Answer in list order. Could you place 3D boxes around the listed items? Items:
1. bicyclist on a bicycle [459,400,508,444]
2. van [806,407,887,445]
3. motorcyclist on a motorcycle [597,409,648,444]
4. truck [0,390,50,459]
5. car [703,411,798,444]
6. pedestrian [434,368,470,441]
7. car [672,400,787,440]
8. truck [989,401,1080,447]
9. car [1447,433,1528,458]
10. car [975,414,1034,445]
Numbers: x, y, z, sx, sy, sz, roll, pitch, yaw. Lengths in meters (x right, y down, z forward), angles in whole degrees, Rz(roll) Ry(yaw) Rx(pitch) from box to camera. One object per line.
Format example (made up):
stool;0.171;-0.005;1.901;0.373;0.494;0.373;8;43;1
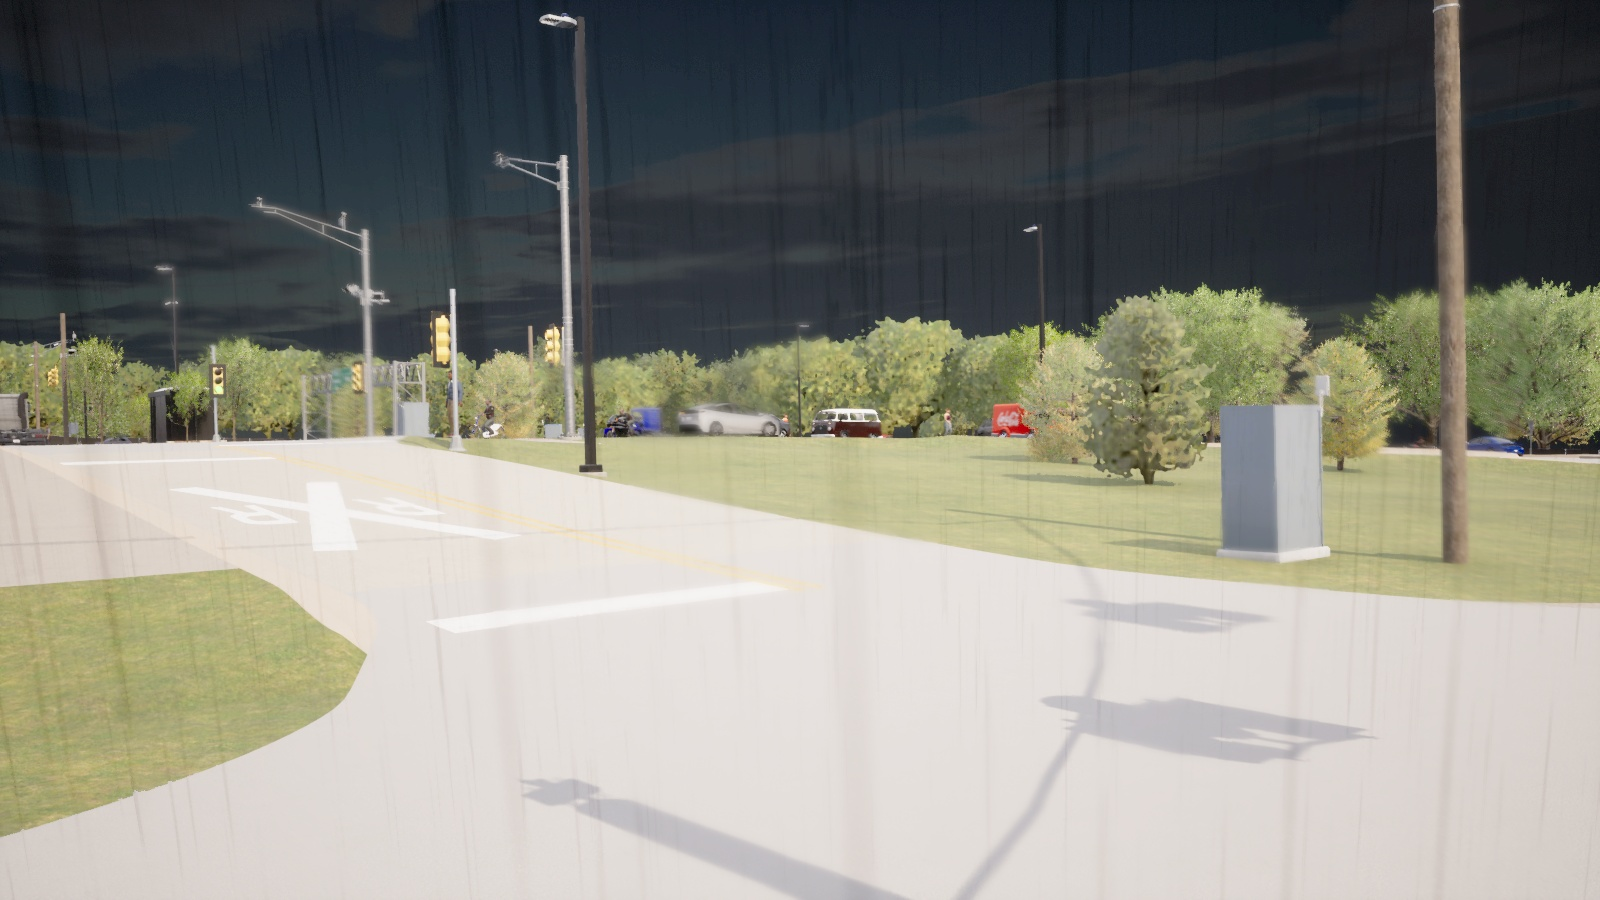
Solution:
bicyclist on a bicycle;-13.020;-1.157;51.703;1.843;1.776;0.659;-1;0;-43
van;2.608;-1.300;70.303;2.069;2.038;4.480;-1;-1;43
motorcyclist on a motorcycle;-7.995;-1.046;56.679;0.866;1.530;2.191;-1;-1;44
truck;-42.452;-1.261;66.997;2.891;3.462;7.936;-2;1;-39
car;-2.432;-1.098;62.692;2.128;1.511;4.902;-1;-1;36
pedestrian;-9.453;-1.232;34.093;0.788;1.949;0.423;-2;1;-39
car;-2.937;-1.216;52.643;4.514;1.525;2.007;0;-1;-41
truck;13.327;-1.500;71.796;2.627;2.467;5.204;-2;2;-23
car;46.624;-0.291;85.291;1.882;1.535;5.008;2;-1;-14
car;13.254;-1.295;81.646;1.932;1.855;4.605;-1;0;-17
